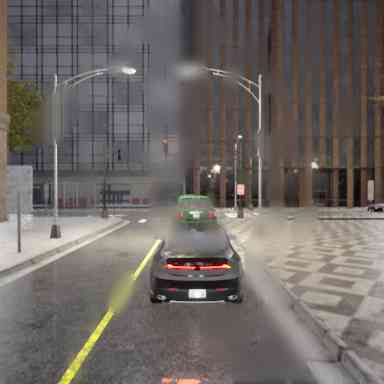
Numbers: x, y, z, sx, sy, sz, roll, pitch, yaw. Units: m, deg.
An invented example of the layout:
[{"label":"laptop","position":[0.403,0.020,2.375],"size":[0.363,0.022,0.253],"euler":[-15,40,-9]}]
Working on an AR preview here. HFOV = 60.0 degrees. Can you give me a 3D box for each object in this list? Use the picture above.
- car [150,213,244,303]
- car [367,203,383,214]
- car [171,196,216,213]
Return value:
[{"label":"car","position":[0.086,1.503,8.159],"size":[1.837,1.490,4.892],"euler":[0,0,0]},{"label":"car","position":[20.690,1.458,33.520],"size":[5.357,1.411,2.033],"euler":[0,0,0]},{"label":"car","position":[0.048,1.217,18.151],"size":[2.150,2.045,5.566],"euler":[0,0,-3]}]
